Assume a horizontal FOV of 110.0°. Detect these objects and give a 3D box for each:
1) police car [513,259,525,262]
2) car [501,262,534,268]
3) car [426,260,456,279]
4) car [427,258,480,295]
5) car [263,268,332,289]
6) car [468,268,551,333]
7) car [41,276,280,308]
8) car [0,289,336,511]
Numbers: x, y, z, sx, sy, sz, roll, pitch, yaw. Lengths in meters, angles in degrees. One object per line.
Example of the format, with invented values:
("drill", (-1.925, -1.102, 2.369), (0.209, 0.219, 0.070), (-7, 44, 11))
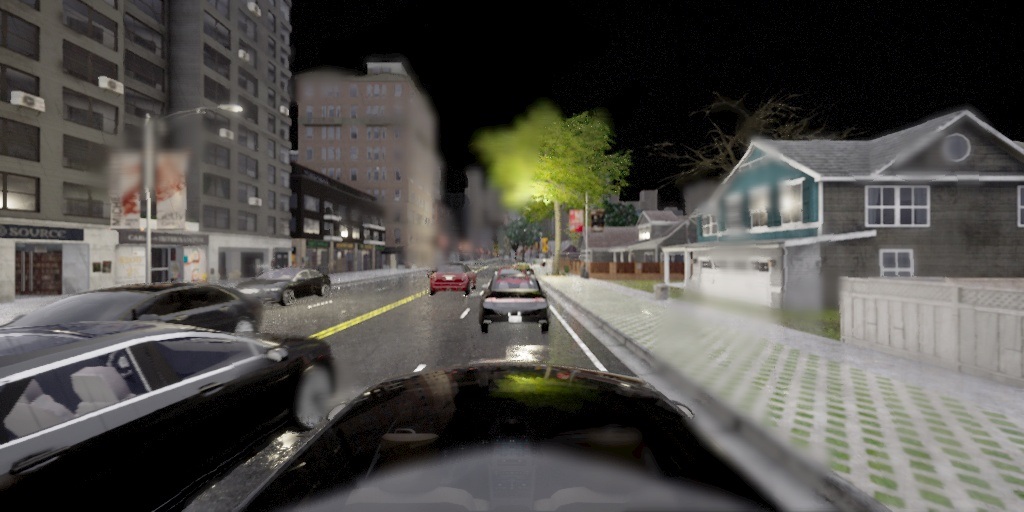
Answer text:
("police car", (0.849, 1.293, 30.242), (1.930, 1.638, 5.238), (0, 0, 0))
("car", (0.017, 1.309, 20.508), (1.882, 1.535, 5.008), (0, 0, 0))
("car", (-6.746, 1.237, 34.582), (2.097, 1.767, 4.553), (0, 0, 0))
("car", (-3.233, 1.184, 20.496), (2.097, 1.767, 4.553), (0, 0, 0))
("car", (-9.912, 1.306, 15.974), (2.128, 1.511, 4.902), (0, 0, 0))
("car", (0.062, 1.284, 10.911), (2.128, 1.511, 4.902), (0, 0, 0))
("car", (-6.619, 1.277, 6.275), (1.837, 1.490, 4.892), (0, 0, 0))
("car", (-3.152, 1.246, 2.667), (2.128, 1.511, 4.902), (0, 0, 0))
